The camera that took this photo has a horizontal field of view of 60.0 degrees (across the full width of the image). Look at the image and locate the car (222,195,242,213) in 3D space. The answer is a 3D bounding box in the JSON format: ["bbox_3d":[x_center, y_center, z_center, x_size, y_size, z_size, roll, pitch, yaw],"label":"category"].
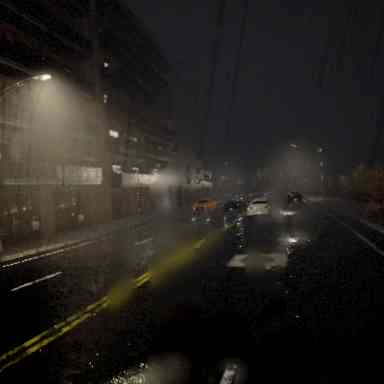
[{"bbox_3d":[4.454,1.376,35.451,1.895,1.301,4.718,-4,0,15],"label":"car"}]

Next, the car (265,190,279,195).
[{"bbox_3d":[10.453,0.884,45.350,1.812,1.442,4.674,-4,0,13],"label":"car"}]

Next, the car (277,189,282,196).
[{"bbox_3d":[20.623,0.173,80.253,1.837,1.490,4.892,-4,0,9],"label":"car"}]

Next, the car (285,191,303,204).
[{"bbox_3d":[13.307,0.648,43.350,1.837,1.490,4.892,-4,0,13],"label":"car"}]

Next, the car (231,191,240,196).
[{"bbox_3d":[10.225,0.555,77.186,1.837,1.490,4.892,-4,0,10],"label":"car"}]

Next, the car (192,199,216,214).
[{"bbox_3d":[1.392,1.481,36.603,1.882,1.535,5.008,-4,0,15],"label":"car"}]

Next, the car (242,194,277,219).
[{"bbox_3d":[5.285,1.211,25.431,1.812,1.442,4.674,-4,0,16],"label":"car"}]
